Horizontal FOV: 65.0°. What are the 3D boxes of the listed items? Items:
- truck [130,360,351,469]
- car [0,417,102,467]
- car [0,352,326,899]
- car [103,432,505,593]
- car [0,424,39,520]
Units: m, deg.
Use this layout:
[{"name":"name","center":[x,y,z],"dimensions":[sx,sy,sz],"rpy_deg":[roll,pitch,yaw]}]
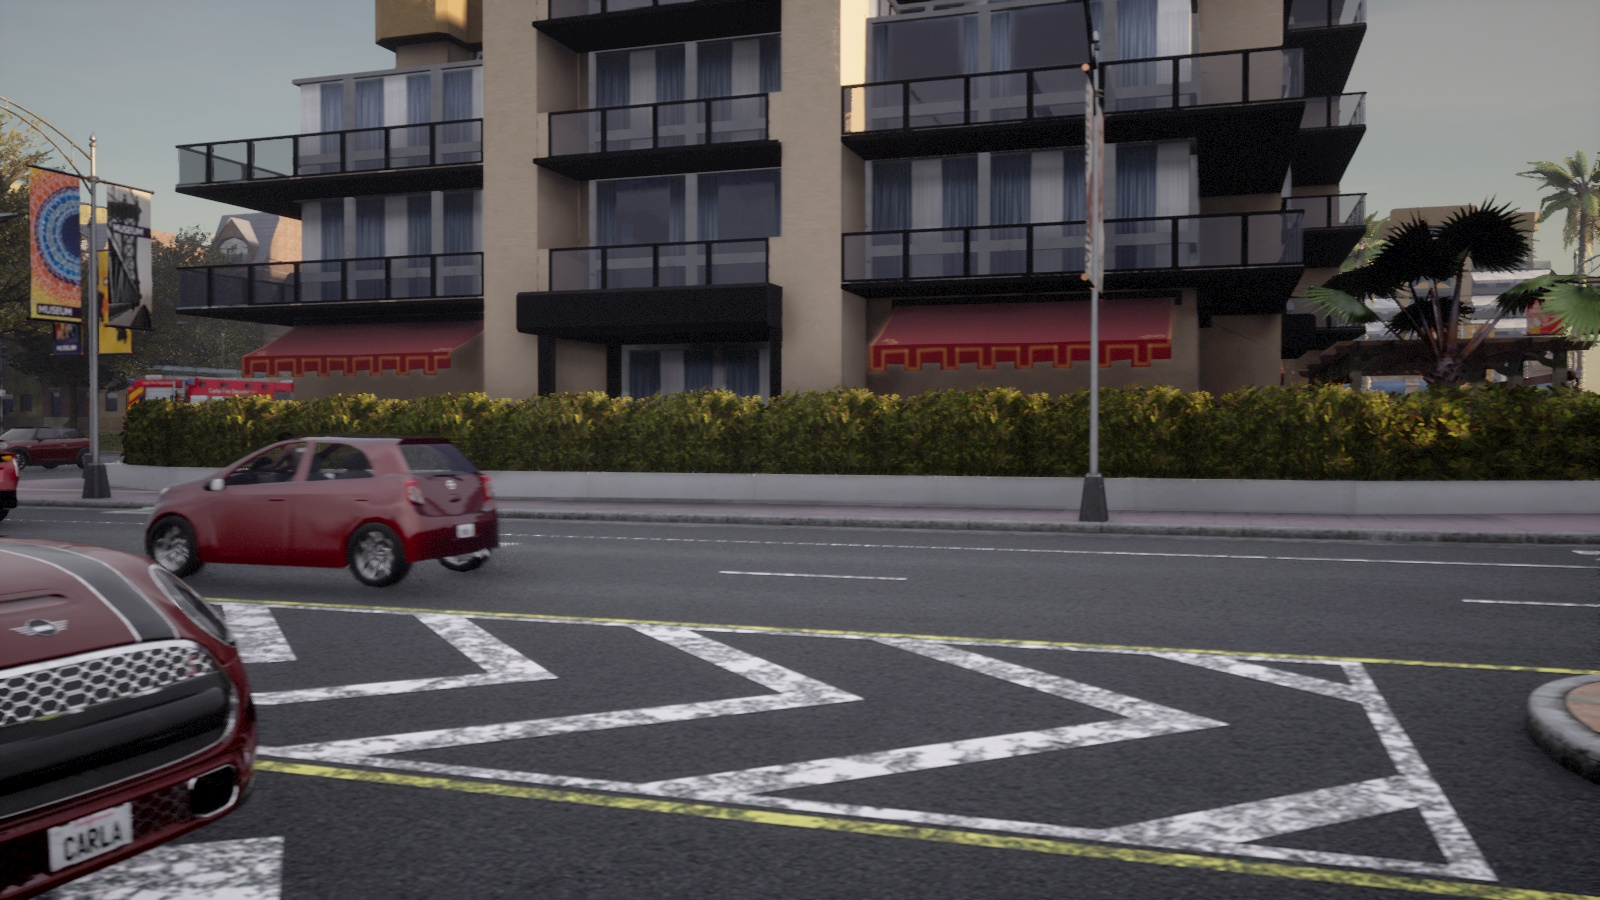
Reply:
[{"name":"truck","center":[-21.339,-1.317,48.597],"dimensions":[2.891,3.827,8.468],"rpy_deg":[1,1,18]},{"name":"car","center":[-29.102,-0.326,47.423],"dimensions":[2.097,1.767,4.553],"rpy_deg":[1,1,18]},{"name":"car","center":[-4.337,0.575,4.610],"dimensions":[4.553,1.767,2.097],"rpy_deg":[1,1,18]},{"name":"car","center":[-5.219,0.574,13.339],"dimensions":[3.633,1.501,1.845],"rpy_deg":[1,1,18]},{"name":"car","center":[-14.843,0.325,20.204],"dimensions":[4.514,1.525,2.007],"rpy_deg":[1,1,18]}]
